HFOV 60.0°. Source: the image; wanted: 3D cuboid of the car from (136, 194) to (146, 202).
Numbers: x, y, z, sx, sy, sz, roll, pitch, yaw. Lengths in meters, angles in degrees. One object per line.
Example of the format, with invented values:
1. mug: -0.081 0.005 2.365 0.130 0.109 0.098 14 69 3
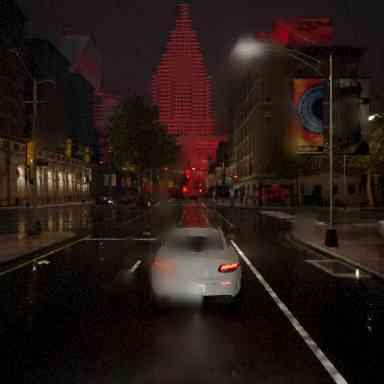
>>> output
1. car: -11.227 1.547 66.595 2.033 1.411 5.357 0 0 1

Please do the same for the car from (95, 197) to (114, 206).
1. car: -14.834 1.547 56.846 2.033 1.411 5.357 0 0 0

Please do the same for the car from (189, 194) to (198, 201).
1. car: 0.380 1.493 86.462 1.837 1.490 4.892 0 0 0

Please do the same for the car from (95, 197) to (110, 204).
1. car: -17.956 1.595 66.929 1.895 1.301 4.718 0 0 0

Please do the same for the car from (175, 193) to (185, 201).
1. car: -3.119 1.218 86.508 2.150 2.045 5.566 0 0 0

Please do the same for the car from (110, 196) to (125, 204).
1. car: -14.725 1.505 66.385 1.837 1.490 4.892 0 0 1

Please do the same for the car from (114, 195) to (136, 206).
1. car: -11.336 1.478 56.782 1.882 1.535 5.008 0 0 0

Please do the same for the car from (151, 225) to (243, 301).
1. car: 0.112 1.526 8.182 1.812 1.442 4.674 0 0 1

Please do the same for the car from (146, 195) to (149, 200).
1. car: -11.163 1.355 76.815 2.097 1.767 4.553 0 0 0

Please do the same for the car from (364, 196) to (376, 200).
1. car: 34.744 1.481 68.090 2.231 1.521 4.892 0 0 0

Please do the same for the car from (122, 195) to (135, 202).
1. car: -14.663 1.478 76.799 1.882 1.535 5.008 0 0 0
